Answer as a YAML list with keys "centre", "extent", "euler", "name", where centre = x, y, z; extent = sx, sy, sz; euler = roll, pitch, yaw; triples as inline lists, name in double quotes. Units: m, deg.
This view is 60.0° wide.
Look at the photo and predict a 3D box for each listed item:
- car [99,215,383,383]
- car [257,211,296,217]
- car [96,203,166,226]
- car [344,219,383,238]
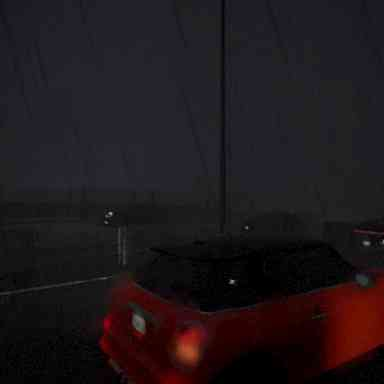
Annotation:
- centre: [1.191, 1.367, 4.596]
  extent: [4.553, 1.767, 2.097]
  euler: [1, 0, -36]
  name: "car"
- centre: [5.136, 1.970, 20.544]
  extent: [4.892, 1.490, 1.837]
  euler: [5, -3, -35]
  name: "car"
- centre: [-4.117, 1.505, 22.546]
  extent: [4.553, 1.767, 2.097]
  euler: [3, -1, -35]
  name: "car"
- centre: [17.953, 3.774, 33.949]
  extent: [4.902, 1.511, 2.128]
  euler: [9, -5, -35]
  name: "car"
